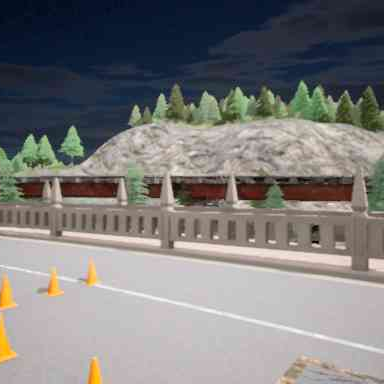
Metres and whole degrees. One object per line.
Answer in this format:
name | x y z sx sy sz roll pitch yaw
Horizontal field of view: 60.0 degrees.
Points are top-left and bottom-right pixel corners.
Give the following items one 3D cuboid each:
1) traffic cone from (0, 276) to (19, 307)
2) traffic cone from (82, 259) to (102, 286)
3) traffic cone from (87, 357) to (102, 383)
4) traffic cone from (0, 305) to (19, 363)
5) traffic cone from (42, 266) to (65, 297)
traffic cone | -3.620 1.933 6.481 0.340 0.580 0.340 0 0 36
traffic cone | -2.443 1.928 8.097 0.340 0.580 0.340 0 0 36
traffic cone | -0.974 1.945 3.318 0.340 0.580 0.340 0 0 36
traffic cone | -2.591 1.940 4.495 0.340 0.580 0.340 0 0 36
traffic cone | -3.031 1.930 7.289 0.340 0.580 0.340 0 0 36
